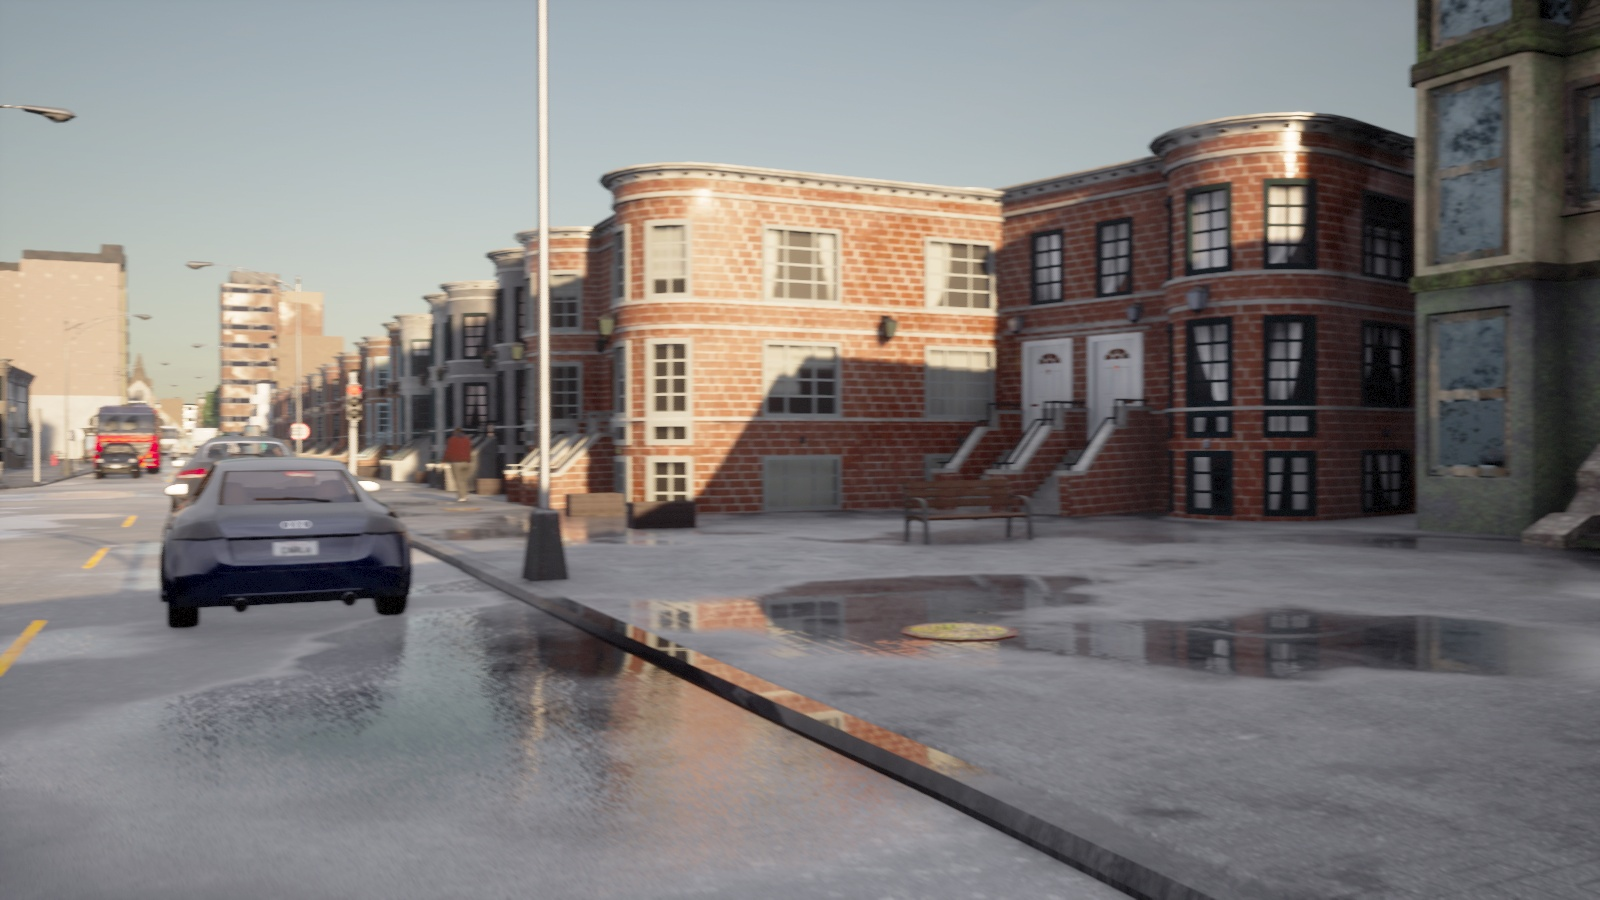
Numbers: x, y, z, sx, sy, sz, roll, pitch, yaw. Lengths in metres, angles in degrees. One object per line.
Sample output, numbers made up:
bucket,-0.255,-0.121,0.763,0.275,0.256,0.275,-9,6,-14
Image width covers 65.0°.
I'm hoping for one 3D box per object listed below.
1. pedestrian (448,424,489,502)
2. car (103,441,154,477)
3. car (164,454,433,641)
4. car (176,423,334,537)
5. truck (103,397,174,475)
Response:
pedestrian,-7.897,0.302,29.898,0.634,1.844,0.899,0,0,-38
car,-30.577,0.383,57.267,1.851,1.617,3.988,0,0,-25
car,-4.864,0.752,11.900,1.994,1.385,4.181,0,0,-26
car,-9.137,0.424,20.967,2.152,1.651,5.027,0,0,-25
truck,-34.969,-0.724,66.626,2.891,3.827,8.468,0,0,-25
